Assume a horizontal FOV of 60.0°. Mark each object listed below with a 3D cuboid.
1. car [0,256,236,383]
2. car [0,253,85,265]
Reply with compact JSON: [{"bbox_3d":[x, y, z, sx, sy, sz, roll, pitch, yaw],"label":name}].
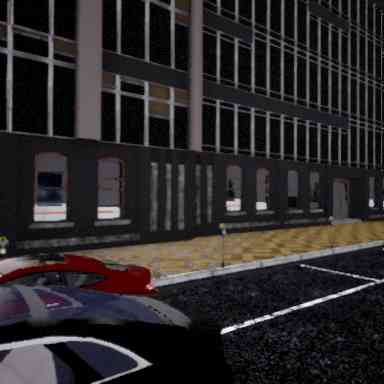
[{"bbox_3d":[-1.908,1.501,1.992,4.902,1.511,2.128,1,-1,-36],"label":"car"},{"bbox_3d":[-2.475,1.612,4.775,4.206,1.307,1.802,1,0,-36],"label":"car"}]
